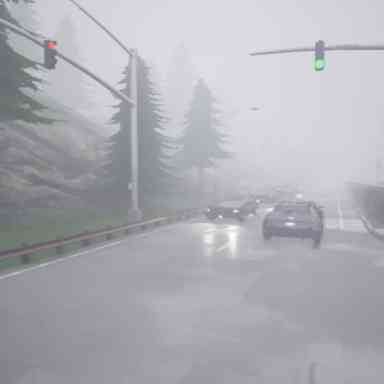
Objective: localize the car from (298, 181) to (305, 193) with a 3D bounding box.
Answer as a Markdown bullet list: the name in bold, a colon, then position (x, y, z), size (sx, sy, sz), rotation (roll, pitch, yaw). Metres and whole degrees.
- **car**: position (14.122, -0.675, 45.248), size (2.097, 1.767, 4.553), rotation (1, 3, 24)

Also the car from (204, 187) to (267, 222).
- **car**: position (2.435, 0.694, 18.431), size (2.033, 1.411, 5.357), rotation (1, 3, 23)

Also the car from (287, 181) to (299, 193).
- **car**: position (10.150, -0.127, 36.202), size (1.837, 1.490, 4.892), rotation (1, 3, 24)

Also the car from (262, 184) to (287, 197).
- **car**: position (6.338, 0.230, 27.435), size (1.882, 1.535, 5.008), rotation (1, 3, 23)

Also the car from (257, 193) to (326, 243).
- **car**: position (4.041, 0.950, 12.817), size (1.994, 1.385, 4.181), rotation (1, 3, 23)
